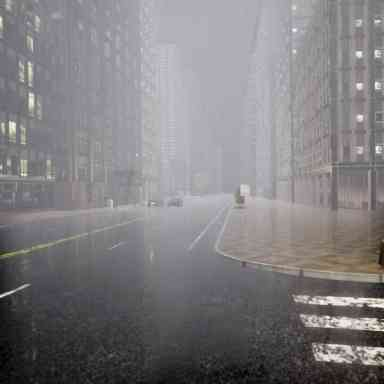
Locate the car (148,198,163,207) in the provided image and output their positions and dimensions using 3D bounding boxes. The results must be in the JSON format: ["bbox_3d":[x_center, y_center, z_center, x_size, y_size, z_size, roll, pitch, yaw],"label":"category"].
[{"bbox_3d":[-5.867,1.667,54.401,2.128,1.511,4.902,-1,0,8],"label":"car"}]

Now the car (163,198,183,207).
[{"bbox_3d":[-2.647,1.678,53.956,2.033,1.411,5.357,-1,0,8],"label":"car"}]
